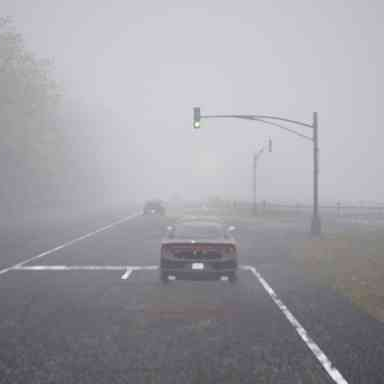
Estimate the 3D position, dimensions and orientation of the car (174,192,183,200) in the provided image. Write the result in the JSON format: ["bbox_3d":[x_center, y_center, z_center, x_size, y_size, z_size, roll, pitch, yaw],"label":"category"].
[{"bbox_3d":[-3.500,1.014,86.524,2.097,1.767,4.553,0,0,0],"label":"car"}]

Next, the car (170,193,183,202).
[{"bbox_3d":[-3.400,1.083,69.417,2.097,1.767,4.553,0,0,0],"label":"car"}]

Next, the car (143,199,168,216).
[{"bbox_3d":[-3.400,1.389,31.214,1.837,1.490,4.892,0,1,0],"label":"car"}]

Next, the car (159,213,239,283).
[{"bbox_3d":[0.246,1.442,9.658,1.882,1.535,5.008,0,0,3],"label":"car"}]
